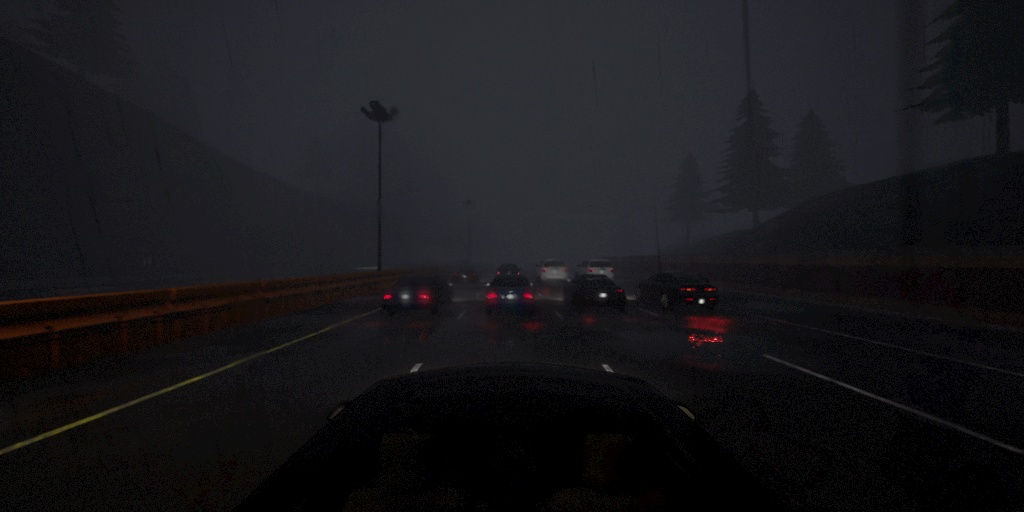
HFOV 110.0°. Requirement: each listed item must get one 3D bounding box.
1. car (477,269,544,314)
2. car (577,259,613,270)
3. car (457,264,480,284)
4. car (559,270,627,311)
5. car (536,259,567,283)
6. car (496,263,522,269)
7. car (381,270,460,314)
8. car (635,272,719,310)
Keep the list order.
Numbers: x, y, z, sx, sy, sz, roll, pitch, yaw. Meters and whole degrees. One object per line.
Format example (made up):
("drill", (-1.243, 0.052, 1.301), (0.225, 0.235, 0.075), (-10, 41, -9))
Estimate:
("car", (-0.073, 1.437, 14.477), (2.033, 1.411, 5.357), (0, -1, -1))
("car", (6.734, 1.278, 29.600), (2.150, 2.045, 5.566), (0, 0, 0))
("car", (-3.758, 1.626, 30.420), (1.994, 1.385, 4.181), (0, -1, 0))
("car", (3.423, 1.464, 15.473), (1.994, 1.385, 4.181), (0, -1, 0))
("car", (3.234, 1.278, 29.550), (2.150, 2.045, 5.566), (0, 0, 0))
("car", (-0.258, 1.413, 30.364), (2.097, 1.767, 4.553), (0, -1, 0))
("car", (-3.573, 1.436, 14.432), (2.033, 1.411, 5.357), (0, -1, -1))
("car", (6.921, 1.408, 15.539), (1.837, 1.490, 4.892), (0, 0, 0))
